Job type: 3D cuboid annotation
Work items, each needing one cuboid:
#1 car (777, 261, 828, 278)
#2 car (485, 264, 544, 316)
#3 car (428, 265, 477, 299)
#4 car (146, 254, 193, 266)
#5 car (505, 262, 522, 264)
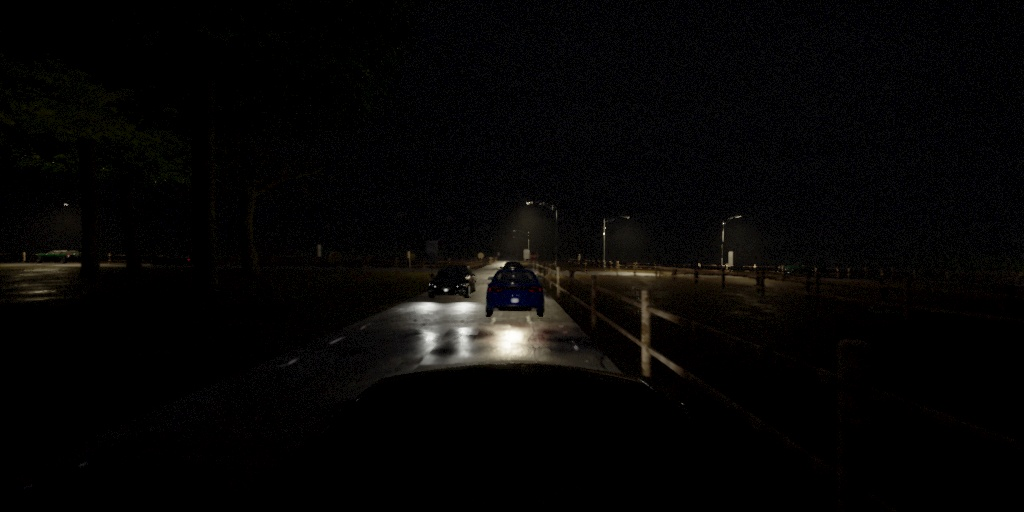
[{"bbox_3d":[37.220,1.665,45.954,5.566,2.045,2.150,1,1,0],"label":"car"},{"bbox_3d":[0.107,1.202,13.228,1.882,1.535,5.008,0,0,0],"label":"car"},{"bbox_3d":[-2.835,1.216,17.809,1.837,1.490,4.892,0,0,0],"label":"car"},{"bbox_3d":[-42.945,0.489,45.465,5.357,1.411,2.033,1,1,0],"label":"car"},{"bbox_3d":[0.107,1.184,28.037,1.837,1.490,4.892,0,0,0],"label":"car"}]
